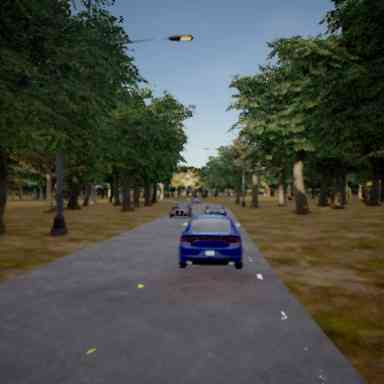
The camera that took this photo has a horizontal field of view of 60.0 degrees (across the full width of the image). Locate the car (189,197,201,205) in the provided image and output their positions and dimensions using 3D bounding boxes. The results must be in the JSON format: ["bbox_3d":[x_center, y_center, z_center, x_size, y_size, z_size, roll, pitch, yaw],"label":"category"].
[{"bbox_3d":[0.962,1.971,73.245,2.097,1.767,4.553,0,-1,-1],"label":"car"}]

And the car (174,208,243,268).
[{"bbox_3d":[0.664,1.526,11.529,1.882,1.535,5.008,0,0,4],"label":"car"}]

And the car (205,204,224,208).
[{"bbox_3d":[2.112,1.779,30.110,1.895,1.301,4.718,0,0,5],"label":"car"}]

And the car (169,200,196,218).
[{"bbox_3d":[-0.966,1.746,31.705,1.994,1.385,4.181,0,0,5],"label":"car"}]
